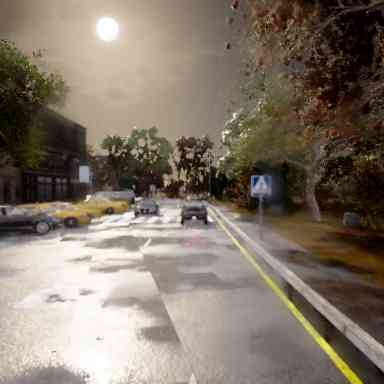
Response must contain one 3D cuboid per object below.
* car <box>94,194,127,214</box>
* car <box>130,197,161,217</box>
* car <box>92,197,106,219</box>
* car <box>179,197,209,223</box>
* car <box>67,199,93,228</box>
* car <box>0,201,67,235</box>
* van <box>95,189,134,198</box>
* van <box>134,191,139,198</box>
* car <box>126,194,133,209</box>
[{"bbox_3d":[-9.298,1.337,31.849,5.366,1.575,1.946,-1,1,-20],"label":"car"},{"bbox_3d":[-3.904,1.433,29.530,1.994,1.385,4.181,0,0,0],"label":"car"},{"bbox_3d":[-8.946,1.378,22.963,5.366,1.575,1.946,-1,0,-20],"label":"car"},{"bbox_3d":[0.157,1.399,24.207,1.837,1.490,4.892,0,1,0],"label":"car"},{"bbox_3d":[-8.950,1.390,19.961,5.366,1.575,1.946,-1,0,-20],"label":"car"},{"bbox_3d":[-9.137,1.410,16.897,4.892,1.521,2.231,-1,0,-20],"label":"car"},{"bbox_3d":[-9.268,1.017,37.860,4.442,1.987,1.878,-1,1,-20],"label":"van"},{"bbox_3d":[-9.286,0.965,40.860,4.442,1.987,1.878,-1,1,-20],"label":"van"},{"bbox_3d":[-9.146,1.293,34.917,5.008,1.535,2.097,-1,1,-20],"label":"car"}]
